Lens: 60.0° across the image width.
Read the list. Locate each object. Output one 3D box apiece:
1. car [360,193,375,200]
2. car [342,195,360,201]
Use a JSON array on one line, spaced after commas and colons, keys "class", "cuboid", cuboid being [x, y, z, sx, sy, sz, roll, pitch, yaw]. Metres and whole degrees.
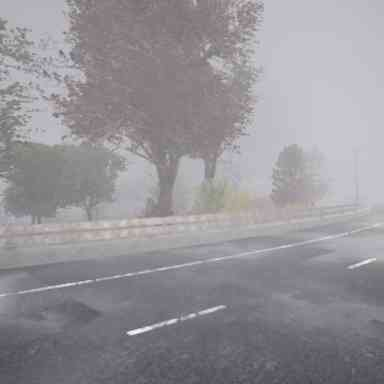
[{"class": "car", "cuboid": [43.684, 1.503, 85.033, 2.128, 1.511, 4.902, 0, 0, 1]}, {"class": "car", "cuboid": [40.192, 1.463, 85.271, 1.882, 1.535, 5.008, 0, 0, 1]}]
